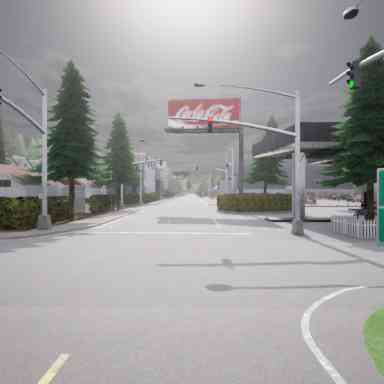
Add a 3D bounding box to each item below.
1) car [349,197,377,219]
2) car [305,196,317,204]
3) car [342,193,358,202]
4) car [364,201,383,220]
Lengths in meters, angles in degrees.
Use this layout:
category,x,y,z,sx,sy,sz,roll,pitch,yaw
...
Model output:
category,x,y,z,sx,sy,sz,roll,pitch,yaw
car,14.376,1.505,24.940,3.866,1.878,1.905,0,0,0
car,22.524,1.552,64.004,1.970,1.475,3.806,0,0,0
car,34.931,1.489,71.791,2.007,1.523,4.514,0,0,0
car,18.705,1.672,30.609,4.611,1.667,2.242,0,0,0
